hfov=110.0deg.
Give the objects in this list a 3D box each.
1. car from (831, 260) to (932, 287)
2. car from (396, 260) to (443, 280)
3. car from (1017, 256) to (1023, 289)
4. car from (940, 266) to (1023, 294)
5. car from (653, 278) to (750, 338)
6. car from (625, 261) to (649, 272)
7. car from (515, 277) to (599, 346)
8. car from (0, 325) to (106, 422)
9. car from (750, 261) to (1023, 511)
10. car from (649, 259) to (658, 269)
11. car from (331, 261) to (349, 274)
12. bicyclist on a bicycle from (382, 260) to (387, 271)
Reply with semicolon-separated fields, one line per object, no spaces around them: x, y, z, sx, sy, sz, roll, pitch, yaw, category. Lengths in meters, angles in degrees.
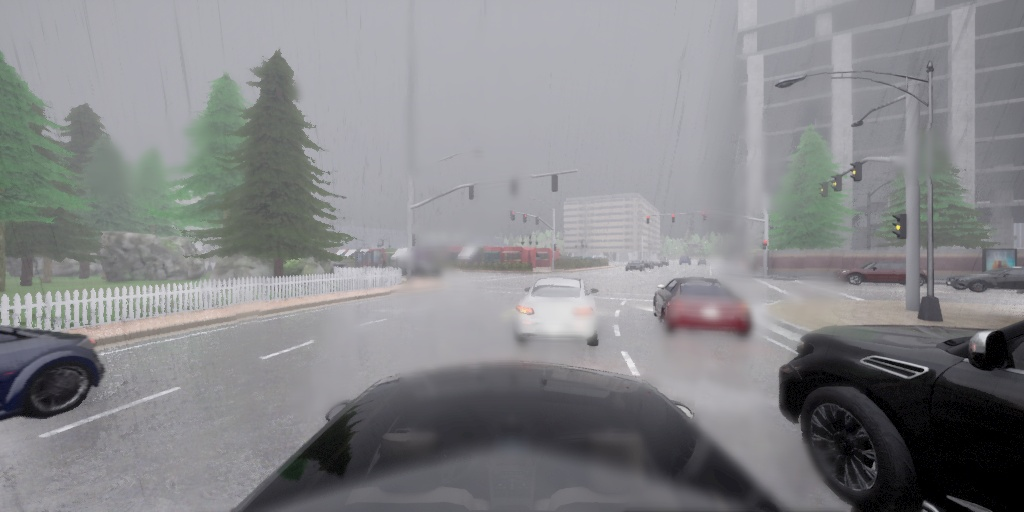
25.891;1.157;25.386;4.553;1.767;2.097;0;0;29;car
-8.430;1.157;32.490;4.553;1.767;2.097;0;0;30;car
34.233;1.027;20.663;5.566;2.045;2.150;0;0;30;car
27.983;1.331;20.154;4.674;1.442;1.812;0;0;29;car
5.287;1.314;10.398;1.994;1.385;4.181;0;0;17;car
16.436;1.314;47.656;1.994;1.385;4.181;0;0;29;car
1.267;1.276;9.387;1.812;1.442;4.674;0;0;11;car
-6.701;1.314;3.176;1.994;1.385;4.181;0;0;5;car
3.736;0.971;1.168;2.150;2.045;5.566;0;0;0;car
20.756;1.351;55.397;1.895;1.301;4.718;0;0;29;car
-20.265;1.027;39.217;5.566;2.045;2.150;0;0;29;car
-15.776;1.258;44.233;0.582;1.620;1.656;0;0;-23;bicyclist on a bicycle
